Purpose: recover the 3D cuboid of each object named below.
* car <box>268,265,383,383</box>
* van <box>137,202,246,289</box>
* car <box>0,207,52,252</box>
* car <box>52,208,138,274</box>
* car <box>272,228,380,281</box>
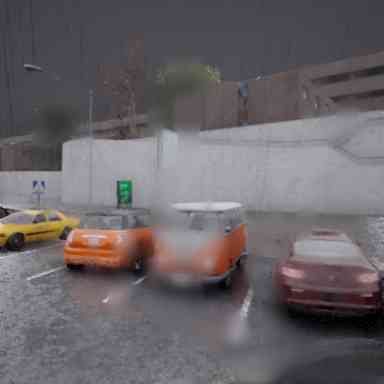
[{"bbox_3d":[2.840,1.545,1.352,5.357,1.411,2.033,0,0,35],"label":"car"},{"bbox_3d":[0.371,1.263,9.089,1.878,1.987,4.442,1,0,16],"label":"van"},{"bbox_3d":[-6.945,1.450,14.223,1.946,1.575,5.366,1,0,16],"label":"car"},{"bbox_3d":[-2.048,1.355,10.910,2.185,1.767,4.553,0,-1,15],"label":"car"},{"bbox_3d":[2.816,1.531,7.467,2.002,1.452,4.674,0,-1,16],"label":"car"}]
